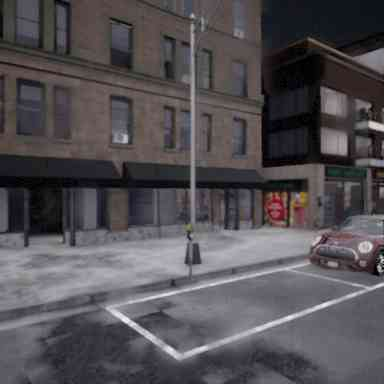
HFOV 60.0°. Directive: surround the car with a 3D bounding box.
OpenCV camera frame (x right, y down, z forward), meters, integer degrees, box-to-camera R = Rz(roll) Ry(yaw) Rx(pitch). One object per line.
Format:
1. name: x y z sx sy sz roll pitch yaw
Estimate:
1. car: 5.464 1.457 10.308 4.097 1.590 1.967 0 0 -37
